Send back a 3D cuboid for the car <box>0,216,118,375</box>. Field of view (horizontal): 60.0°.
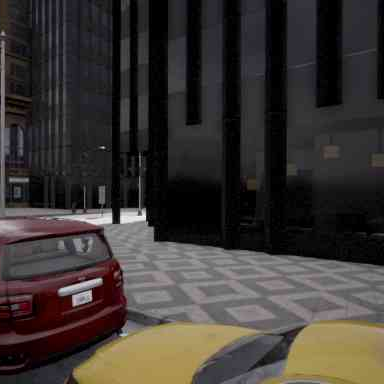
[{"bbox_3d":[-3.217,1.314,5.249,5.009,1.841,2.192,0,0,35],"label":"car"}]

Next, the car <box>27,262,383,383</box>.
[{"bbox_3d":[1.064,1.525,2.200,4.829,1.417,1.752,0,0,35],"label":"car"}]
